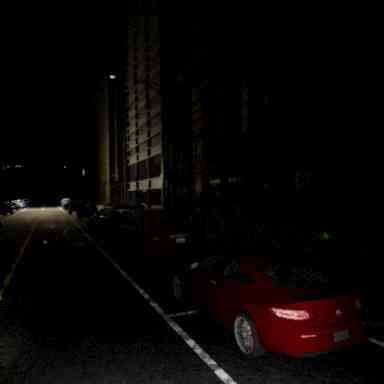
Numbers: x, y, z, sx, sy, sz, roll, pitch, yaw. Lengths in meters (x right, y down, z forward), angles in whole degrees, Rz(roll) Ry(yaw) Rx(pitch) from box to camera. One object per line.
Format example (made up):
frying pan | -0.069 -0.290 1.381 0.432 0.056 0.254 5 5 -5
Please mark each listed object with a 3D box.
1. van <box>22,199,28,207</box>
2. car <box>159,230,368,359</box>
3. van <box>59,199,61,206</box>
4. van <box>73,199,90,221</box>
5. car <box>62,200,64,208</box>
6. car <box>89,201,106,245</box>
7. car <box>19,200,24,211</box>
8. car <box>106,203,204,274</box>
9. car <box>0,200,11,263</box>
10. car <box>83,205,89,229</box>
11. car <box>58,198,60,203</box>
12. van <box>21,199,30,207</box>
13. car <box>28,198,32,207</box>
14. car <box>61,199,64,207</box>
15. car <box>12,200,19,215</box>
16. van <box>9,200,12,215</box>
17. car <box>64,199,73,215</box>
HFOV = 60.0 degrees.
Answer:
van | -33.383 2.354 64.391 1.690 1.788 3.998 -1 0 -23
car | 0.977 1.598 5.902 1.802 1.307 4.206 -1 0 -23
van | -25.552 2.226 67.760 1.690 1.788 3.998 -1 0 -23
van | -10.079 1.716 31.677 1.690 1.788 3.998 -1 0 -23
car | -18.917 2.210 52.294 1.887 1.381 4.507 -1 0 -23
car | -3.448 1.474 16.213 2.192 1.841 5.009 -1 0 -23
car | -28.958 2.417 54.079 2.008 1.369 4.403 -1 0 -23
car | -1.238 1.403 11.058 2.192 1.841 5.009 -1 0 -23
car | -6.921 1.410 9.699 2.150 2.045 5.566 -1 -1 -23
car | -5.722 1.758 21.523 1.752 1.417 4.829 -1 0 -23
car | -27.759 2.503 72.913 1.887 1.381 4.507 -1 0 -23
van | -40.015 2.574 79.856 1.690 1.788 3.998 -1 0 -23
car | -37.802 2.599 74.701 1.967 1.590 4.097 -1 0 -23
car | -21.130 2.178 57.450 1.967 1.590 4.097 -1 0 -23
car | -24.541 2.035 43.771 2.192 1.841 5.009 -1 0 -23
van | -22.330 1.989 38.616 1.690 1.788 3.998 -1 0 -23
car | -14.501 1.835 41.986 2.192 1.841 5.009 -1 0 -23
